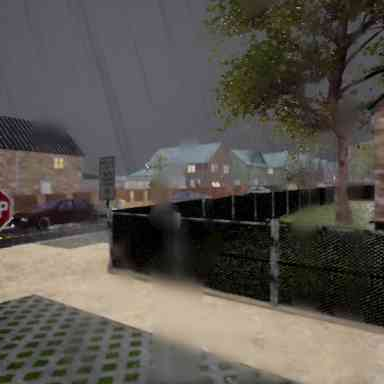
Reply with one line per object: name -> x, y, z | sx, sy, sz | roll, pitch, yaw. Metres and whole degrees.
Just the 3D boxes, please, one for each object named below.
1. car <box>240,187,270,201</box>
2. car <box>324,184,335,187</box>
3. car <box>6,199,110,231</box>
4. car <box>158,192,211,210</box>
car -> 6.983, 0.186, 36.554 | 2.128, 1.511, 4.902 | 0, 2, 36
car -> 21.992, -0.574, 52.257 | 2.128, 1.511, 4.902 | 0, 2, 36
car -> -6.772, 1.076, 17.574 | 2.033, 1.411, 5.357 | 0, 2, 35
car -> -0.409, 0.685, 26.395 | 2.033, 1.411, 5.357 | 0, 2, 36
